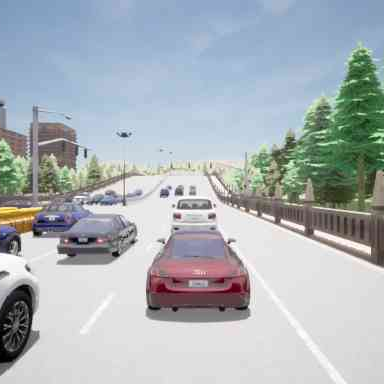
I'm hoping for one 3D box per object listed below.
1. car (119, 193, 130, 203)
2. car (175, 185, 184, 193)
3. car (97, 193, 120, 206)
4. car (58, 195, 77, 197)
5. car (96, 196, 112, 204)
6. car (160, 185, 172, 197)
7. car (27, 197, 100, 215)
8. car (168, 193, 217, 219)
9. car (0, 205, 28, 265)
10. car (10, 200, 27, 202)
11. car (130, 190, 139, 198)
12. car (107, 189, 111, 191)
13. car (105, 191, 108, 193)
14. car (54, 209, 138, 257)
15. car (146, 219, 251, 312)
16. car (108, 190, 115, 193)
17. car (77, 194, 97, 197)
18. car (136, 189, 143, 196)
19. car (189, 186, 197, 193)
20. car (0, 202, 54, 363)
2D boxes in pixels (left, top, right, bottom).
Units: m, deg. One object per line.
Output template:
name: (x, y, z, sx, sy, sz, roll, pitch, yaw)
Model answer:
car: (-13.963, 1.448, 65.362, 1.812, 1.442, 4.674, 0, 1, 0)
car: (-3.334, -0.282, 85.970, 2.150, 2.045, 5.566, 0, 7, 0)
car: (-14.016, 1.471, 56.054, 1.882, 1.535, 5.008, 0, 0, 0)
car: (-21.081, 1.351, 54.206, 2.097, 1.767, 4.553, 0, 0, 2)
car: (-17.444, 1.499, 66.244, 1.895, 1.301, 4.718, 0, 2, 0)
car: (-6.847, -0.066, 84.048, 2.150, 2.045, 5.566, 0, 7, 0)
car: (-6.935, 1.352, 18.492, 2.097, 1.767, 4.553, 0, 0, -1)
car: (0.115, 1.222, 17.210, 2.150, 2.045, 5.566, 0, 0, 0)
car: (-6.892, 1.352, 9.562, 2.097, 1.767, 4.553, 0, 0, 0)
car: (-18.330, 1.547, 36.196, 5.357, 1.411, 2.033, 0, 0, -19)
car: (-13.905, 0.943, 75.236, 1.882, 1.535, 5.008, 0, 3, 0)
car: (-20.846, 0.179, 84.219, 1.882, 1.535, 5.008, 0, 6, 0)
car: (-20.914, 1.101, 73.879, 2.033, 1.411, 5.357, 0, 3, 0)
car: (-3.394, 1.547, 12.912, 2.033, 1.411, 5.357, 0, 0, 0)
car: (0.109, 1.564, 7.803, 1.994, 1.385, 4.181, 0, 0, 0)
car: (-17.398, 1.002, 76.188, 1.895, 1.301, 4.718, 0, 3, 0)
car: (-17.505, 1.484, 57.110, 2.128, 1.511, 4.902, 0, 0, 1)
car: (-13.839, 0.049, 85.362, 1.882, 1.535, 5.008, 0, 6, 0)
car: (0.168, -0.022, 86.368, 2.128, 1.511, 4.902, 0, 7, 0)
car: (-3.396, 1.221, 2.721, 2.150, 2.045, 5.566, 0, 0, 0)
